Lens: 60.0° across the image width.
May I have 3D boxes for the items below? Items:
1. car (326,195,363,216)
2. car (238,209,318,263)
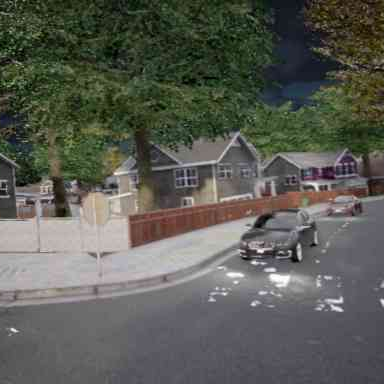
[{"bbox_3d":[11.552,0.965,25.025,1.812,1.442,4.674,-3,0,37],"label":"car"},{"bbox_3d":[3.178,1.402,11.766,1.837,1.490,4.892,-4,0,30],"label":"car"}]
